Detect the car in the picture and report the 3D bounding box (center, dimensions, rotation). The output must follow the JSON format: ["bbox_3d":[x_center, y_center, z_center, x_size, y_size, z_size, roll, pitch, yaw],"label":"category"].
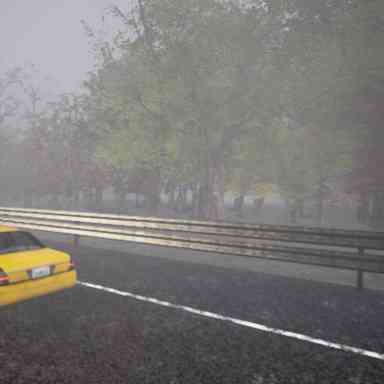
[{"bbox_3d":[-4.833,1.392,7.418,5.366,1.575,1.801,1,0,34],"label":"car"}]
